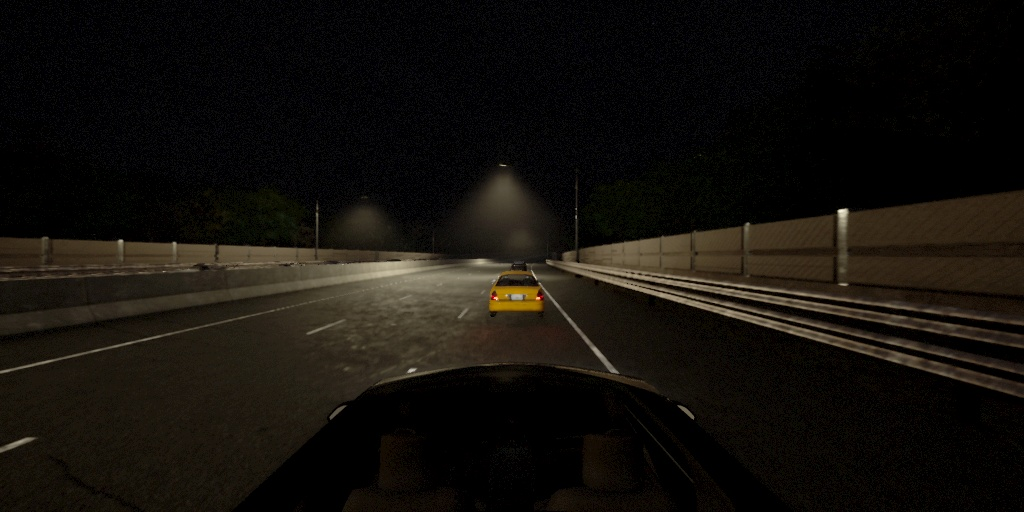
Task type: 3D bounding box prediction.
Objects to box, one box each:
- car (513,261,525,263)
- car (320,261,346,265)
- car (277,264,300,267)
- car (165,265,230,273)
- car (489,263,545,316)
[{"bbox_3d":[0.875,1.287,43.335,2.128,1.511,4.902,0,0,2],"label":"car"},{"bbox_3d":[-17.122,1.241,34.036,2.128,1.511,4.902,0,0,2],"label":"car"},{"bbox_3d":[-20.667,1.344,32.640,1.895,1.301,4.718,0,0,2],"label":"car"},{"bbox_3d":[-24.281,1.335,28.116,1.895,1.301,4.718,0,0,1],"label":"car"},{"bbox_3d":[0.175,1.205,13.257,1.801,1.575,5.366,0,0,1],"label":"car"}]
